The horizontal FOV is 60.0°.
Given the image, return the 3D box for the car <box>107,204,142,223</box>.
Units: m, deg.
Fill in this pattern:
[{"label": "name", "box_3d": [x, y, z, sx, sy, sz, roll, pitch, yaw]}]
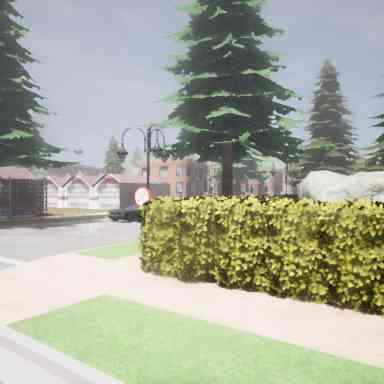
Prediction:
[{"label": "car", "box_3d": [-4.100, 1.561, 25.241, 1.895, 1.301, 4.718, 0, 0, 35]}]
